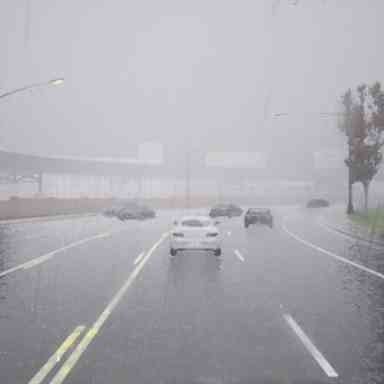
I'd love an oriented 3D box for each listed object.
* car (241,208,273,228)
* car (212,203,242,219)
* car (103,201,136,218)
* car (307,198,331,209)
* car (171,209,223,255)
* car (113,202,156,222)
[{"bbox_3d":[4.857,1.769,23.896,1.895,1.301,4.718,0,0,13],"label":"car"},{"bbox_3d":[3.408,1.782,32.053,2.033,1.411,5.357,-1,-1,25],"label":"car"},{"bbox_3d":[-6.959,1.674,33.500,2.097,1.767,4.553,-1,-1,20],"label":"car"},{"bbox_3d":[18.403,1.704,48.283,4.892,1.490,1.837,-1,-3,-44],"label":"car"},{"bbox_3d":[0.190,1.646,13.709,1.812,1.442,4.674,0,0,2],"label":"car"},{"bbox_3d":[-4.712,1.826,29.020,1.994,1.385,4.181,-1,-1,16],"label":"car"}]
